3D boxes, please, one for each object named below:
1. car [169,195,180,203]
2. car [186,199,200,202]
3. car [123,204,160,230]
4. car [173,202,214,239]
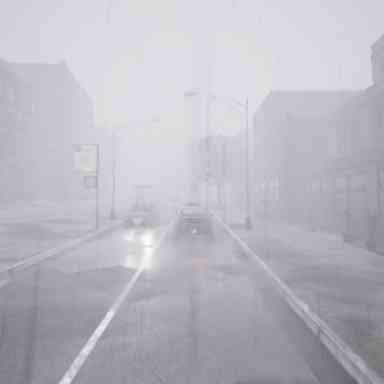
[{"bbox_3d":[-3.252,1.269,62.944,1.882,1.535,5.008,0,1,0],"label":"car"},{"bbox_3d":[0.113,1.520,35.391,1.837,1.490,4.892,0,0,0],"label":"car"},{"bbox_3d":[-3.112,1.505,21.296,2.128,1.511,4.902,0,0,0],"label":"car"},{"bbox_3d":[0.103,1.516,17.314,1.837,1.490,4.892,0,0,0],"label":"car"}]
